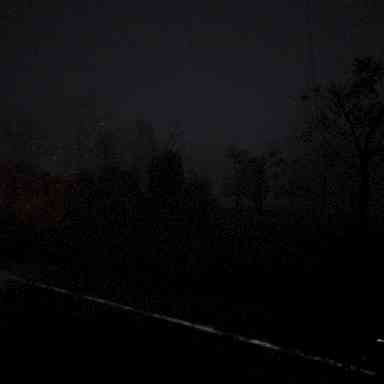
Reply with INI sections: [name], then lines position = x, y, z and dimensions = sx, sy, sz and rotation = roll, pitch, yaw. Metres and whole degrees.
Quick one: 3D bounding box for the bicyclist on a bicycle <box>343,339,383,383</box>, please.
[bicyclist on a bicycle]
position = 2.460, 1.432, 3.247
dimensions = 1.843, 1.776, 0.659
rotation = 0, -1, 33
